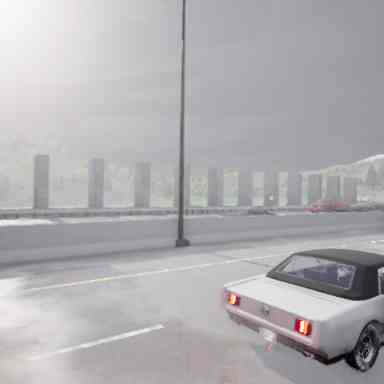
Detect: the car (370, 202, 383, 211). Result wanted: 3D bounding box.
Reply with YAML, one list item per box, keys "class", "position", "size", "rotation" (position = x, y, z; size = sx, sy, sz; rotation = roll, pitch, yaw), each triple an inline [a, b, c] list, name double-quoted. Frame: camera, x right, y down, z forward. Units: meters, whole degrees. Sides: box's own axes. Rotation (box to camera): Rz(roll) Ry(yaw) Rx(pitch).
- class: "car"
  position: [29.057, 2.304, 53.193]
  size: [5.357, 1.411, 2.033]
  rotation: [1, -1, -34]

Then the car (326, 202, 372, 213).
- class: "car"
  position: [17.494, 2.093, 36.990]
  size: [4.718, 1.301, 1.895]
  rotation: [1, -1, -34]

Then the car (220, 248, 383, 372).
- class: "car"
  position: [2.847, 1.677, 5.768]
  size: [4.718, 1.301, 1.895]
  rotation: [1, -1, -35]

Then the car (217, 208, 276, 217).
- class: "car"
  position: [4.019, 1.828, 23.823]
  size: [4.718, 1.301, 1.895]
  rotation: [1, -1, -34]

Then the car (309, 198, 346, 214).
- class: "car"
  position: [16.775, 1.734, 40.709]
  size: [5.566, 2.045, 2.150]
  rotation: [1, -1, -34]
